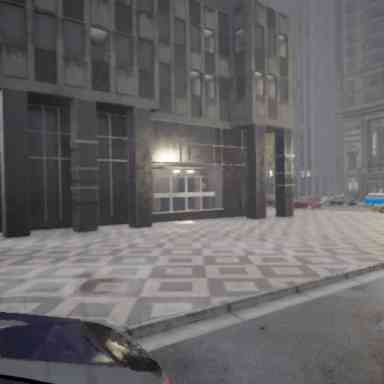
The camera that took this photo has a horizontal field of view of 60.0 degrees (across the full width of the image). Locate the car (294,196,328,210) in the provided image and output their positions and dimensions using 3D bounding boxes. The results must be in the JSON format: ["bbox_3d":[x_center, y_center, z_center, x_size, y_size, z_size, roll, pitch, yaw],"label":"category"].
[{"bbox_3d":[13.590,1.412,40.447,1.887,1.381,4.507,-1,1,-36],"label":"car"}]

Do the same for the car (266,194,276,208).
[{"bbox_3d":[10.499,1.168,44.738,2.192,1.841,5.009,-1,1,-36],"label":"car"}]

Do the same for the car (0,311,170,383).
[{"bbox_3d":[-2.114,1.568,1.863,4.181,1.385,1.994,0,0,-35],"label":"car"}]

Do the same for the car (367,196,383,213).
[{"bbox_3d":[19.862,1.424,31.716,1.752,1.417,4.829,-1,1,-36],"label":"car"}]

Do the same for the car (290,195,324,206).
[{"bbox_3d":[17.215,1.221,50.005,1.887,1.381,4.507,-1,1,-36],"label":"car"}]

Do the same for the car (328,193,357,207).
[{"bbox_3d":[20.376,1.258,45.611,1.947,1.339,4.313,-1,1,-36],"label":"car"}]

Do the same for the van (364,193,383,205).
[{"bbox_3d":[23.533,1.048,41.214,1.690,1.788,3.998,-1,1,-36],"label":"van"}]

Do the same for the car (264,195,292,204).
[{"bbox_3d":[14.054,1.244,54.401,1.802,1.307,4.206,-1,1,-36],"label":"car"}]
